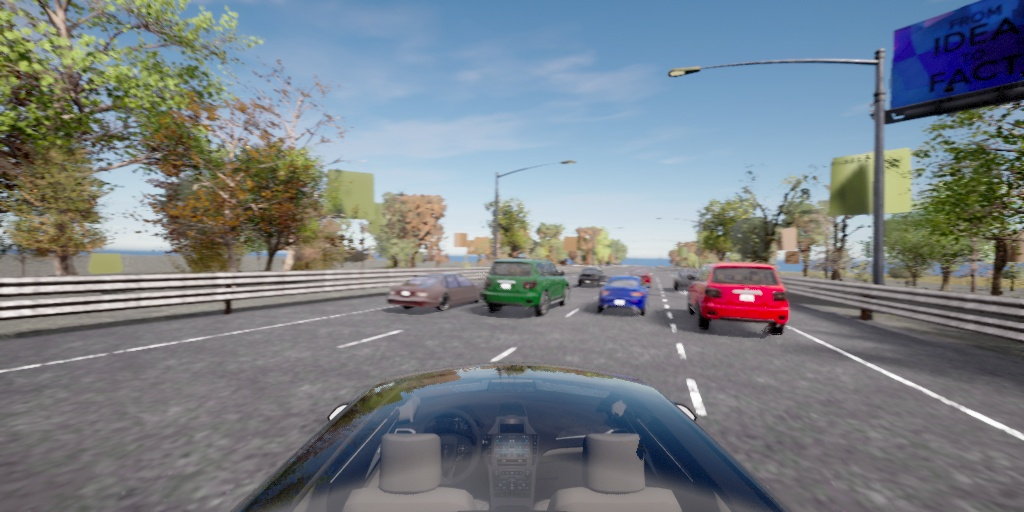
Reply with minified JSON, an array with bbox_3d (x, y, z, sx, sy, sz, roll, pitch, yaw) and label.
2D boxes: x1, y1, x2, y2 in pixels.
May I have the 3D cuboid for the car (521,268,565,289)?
[{"bbox_3d":[2.633,1.713,28.979,2.033,1.411,5.357,1,-1,22],"label":"car"}]

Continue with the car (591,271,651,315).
[{"bbox_3d":[4.767,1.547,15.168,1.812,1.442,4.674,1,-1,22],"label":"car"}]

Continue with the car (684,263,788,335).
[{"bbox_3d":[7.319,1.255,12.125,2.150,2.045,5.566,1,-1,22],"label":"car"}]

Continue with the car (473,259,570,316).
[{"bbox_3d":[0.791,1.159,14.652,2.150,2.045,5.566,1,-1,22],"label":"car"}]

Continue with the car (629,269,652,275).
[{"bbox_3d":[10.400,1.807,29.529,1.882,1.535,5.008,1,0,22],"label":"car"}]

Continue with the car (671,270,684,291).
[{"bbox_3d":[13.208,1.844,27.124,2.128,1.511,4.902,1,-1,22],"label":"car"}]

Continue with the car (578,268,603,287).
[{"bbox_3d":[6.705,1.764,29.714,1.837,1.490,4.892,1,0,22],"label":"car"}]

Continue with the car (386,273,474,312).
[{"bbox_3d":[-2.835,1.417,15.031,2.033,1.411,5.357,1,-1,22],"label":"car"}]
